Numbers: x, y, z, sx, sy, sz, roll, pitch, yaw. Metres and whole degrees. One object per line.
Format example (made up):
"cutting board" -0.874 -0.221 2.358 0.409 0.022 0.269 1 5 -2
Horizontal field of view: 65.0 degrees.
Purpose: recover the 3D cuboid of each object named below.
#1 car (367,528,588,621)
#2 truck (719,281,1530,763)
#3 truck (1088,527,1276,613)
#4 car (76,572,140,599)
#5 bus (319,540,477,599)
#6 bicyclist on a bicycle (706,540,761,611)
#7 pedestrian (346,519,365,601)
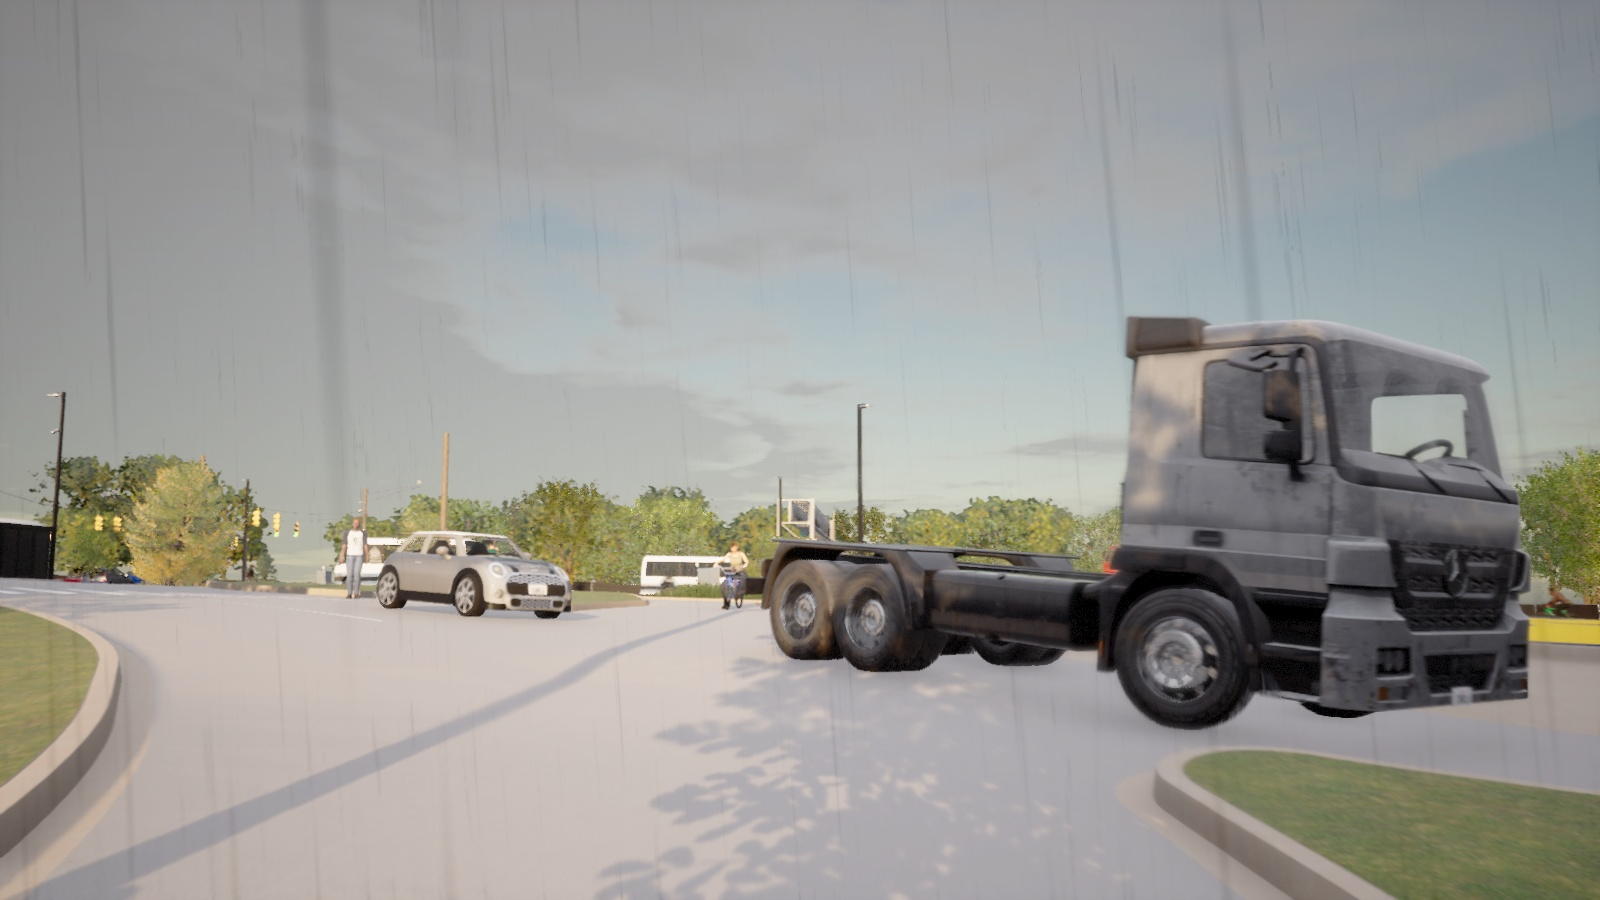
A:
"car" -5.892 2.240 22.772 3.806 1.475 1.970 -3 -8 41
"truck" 2.685 0.679 13.051 2.891 3.462 7.936 6 -4 -38
"truck" 12.363 3.926 40.796 5.204 2.467 2.627 4 -7 -14
"car" -43.477 8.513 78.999 1.851 1.617 3.988 -1 -6 -2
"bus" -29.835 8.937 93.579 10.273 4.253 3.944 0 -7 4
"bicyclist on a bicycle" -1.558 2.952 29.589 0.866 1.612 1.509 -2 -6 13
"pedestrian" -10.041 2.495 28.381 0.354 1.836 0.706 2 -8 -19
